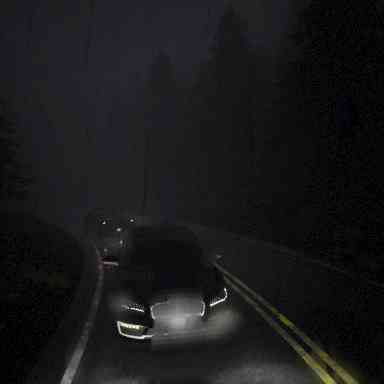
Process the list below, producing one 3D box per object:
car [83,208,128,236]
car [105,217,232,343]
[{"bbox_3d":[-4.778,1.617,18.804,1.895,1.301,4.718,-3,1,-29],"label":"car"},{"bbox_3d":[-0.650,1.495,6.838,1.837,1.490,4.892,-1,0,-11],"label":"car"}]
